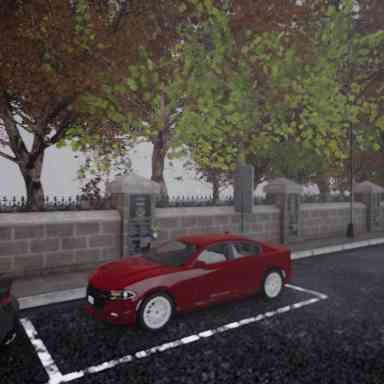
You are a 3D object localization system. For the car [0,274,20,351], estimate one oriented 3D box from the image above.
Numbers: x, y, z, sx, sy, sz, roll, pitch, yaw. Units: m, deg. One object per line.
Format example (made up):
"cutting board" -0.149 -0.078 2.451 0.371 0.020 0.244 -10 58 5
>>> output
"car" -4.328 1.551 3.566 4.403 1.369 2.008 0 0 -36

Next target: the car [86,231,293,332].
"car" 0.152 1.544 6.825 4.507 1.381 1.887 0 0 -36
